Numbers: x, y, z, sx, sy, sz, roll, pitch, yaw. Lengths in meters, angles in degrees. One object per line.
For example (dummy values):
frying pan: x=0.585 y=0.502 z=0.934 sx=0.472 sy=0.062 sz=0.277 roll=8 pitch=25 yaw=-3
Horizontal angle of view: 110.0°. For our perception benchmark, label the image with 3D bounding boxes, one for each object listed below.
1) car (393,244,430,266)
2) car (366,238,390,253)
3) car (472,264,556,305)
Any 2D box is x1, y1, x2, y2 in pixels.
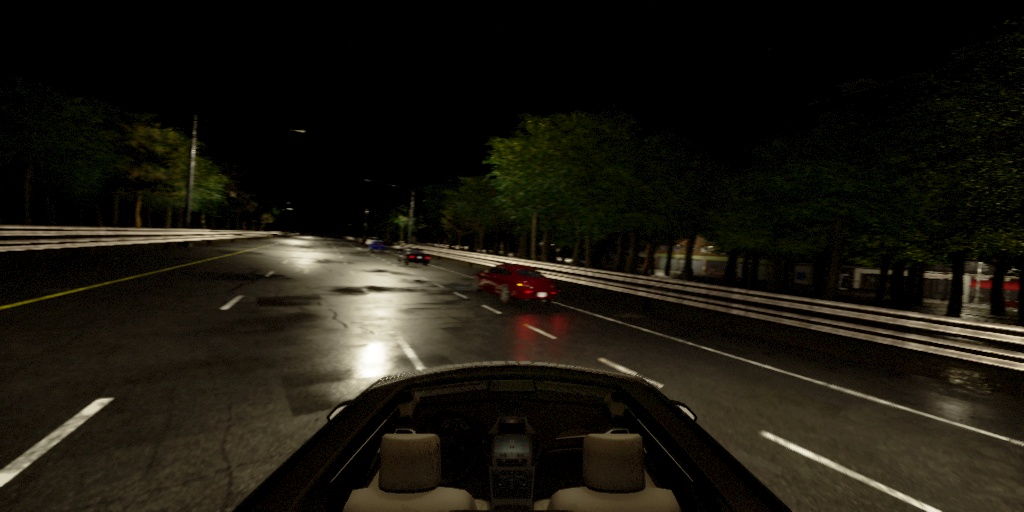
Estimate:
car: x=-8.410 y=0.020 z=30.370 sx=2.033 sy=1.411 sz=5.357 roll=4 pitch=1 yaw=-28
car: x=-19.060 y=-1.364 z=50.695 sx=1.882 sy=1.535 sz=5.008 roll=4 pitch=1 yaw=-28
car: x=-0.022 y=1.034 z=14.385 sx=1.812 sy=1.442 sz=4.674 roll=4 pitch=1 yaw=-28
